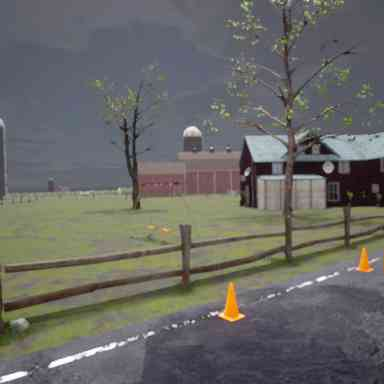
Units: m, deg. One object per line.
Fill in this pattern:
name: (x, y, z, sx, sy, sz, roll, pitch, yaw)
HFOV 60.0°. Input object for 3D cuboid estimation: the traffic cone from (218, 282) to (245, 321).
traffic cone: (0.688, 1.871, 5.785, 0.340, 0.580, 0.340, -2, 1, -37)

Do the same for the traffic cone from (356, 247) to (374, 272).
traffic cone: (4.564, 1.763, 8.808, 0.340, 0.580, 0.340, -2, 1, -39)
